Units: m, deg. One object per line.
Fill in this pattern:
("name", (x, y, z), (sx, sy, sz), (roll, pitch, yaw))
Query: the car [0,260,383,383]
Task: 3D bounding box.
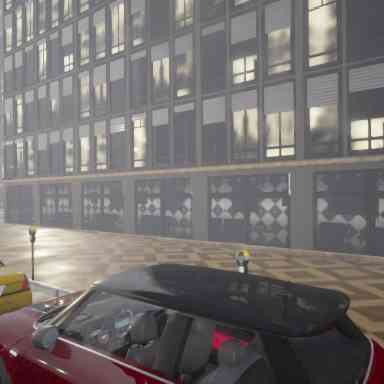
("car", (-0.368, 1.441, 3.157), (4.097, 1.590, 1.967), (0, -1, 36))
